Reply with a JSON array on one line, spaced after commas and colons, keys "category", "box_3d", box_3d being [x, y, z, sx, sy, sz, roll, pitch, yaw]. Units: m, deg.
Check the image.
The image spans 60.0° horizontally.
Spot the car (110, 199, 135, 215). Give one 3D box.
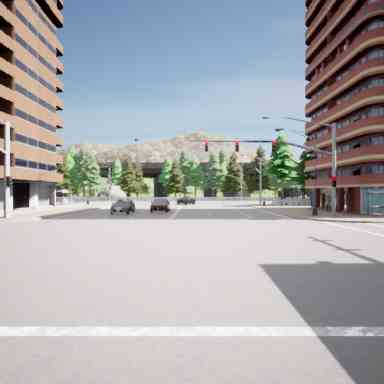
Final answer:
[{"category": "car", "box_3d": [-7.066, 1.491, 34.303, 2.128, 1.511, 4.902, 0, 0, 0]}]

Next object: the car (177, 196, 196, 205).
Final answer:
[{"category": "car", "box_3d": [-1.086, 1.478, 58.871, 2.128, 1.511, 4.902, 0, 0, -27]}]

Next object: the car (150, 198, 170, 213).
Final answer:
[{"category": "car", "box_3d": [-3.545, 1.477, 37.625, 1.882, 1.535, 5.008, 0, 0, 0]}]
